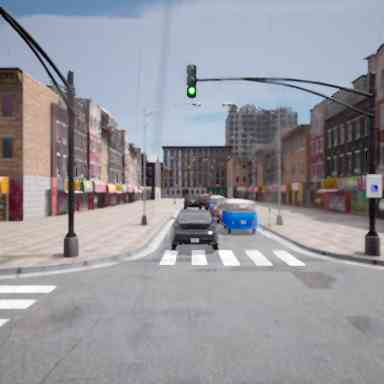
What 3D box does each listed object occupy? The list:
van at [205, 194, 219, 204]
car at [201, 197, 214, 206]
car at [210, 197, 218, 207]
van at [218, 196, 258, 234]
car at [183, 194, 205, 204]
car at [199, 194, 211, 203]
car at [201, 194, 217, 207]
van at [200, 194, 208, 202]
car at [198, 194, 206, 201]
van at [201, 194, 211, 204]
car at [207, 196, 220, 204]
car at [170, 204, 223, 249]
[{"bbox_3d":[2.642,1.332,35.387,1.690,1.788,3.998,0,0,0],"label":"van"},{"bbox_3d":[2.648,1.552,57.288,2.008,1.369,4.403,0,0,0],"label":"car"},{"bbox_3d":[2.640,1.430,24.435,1.967,1.590,4.097,0,0,0],"label":"car"},{"bbox_3d":[2.638,1.331,18.960,1.690,1.788,3.998,0,0,0],"label":"van"},{"bbox_3d":[0.108,1.217,40.539,2.150,2.045,5.566,0,0,0],"label":"car"},{"bbox_3d":[2.650,1.321,68.239,2.192,1.841,5.009,0,0,0],"label":"car"},{"bbox_3d":[2.646,1.313,51.813,2.192,1.841,5.009,0,0,0],"label":"car"},{"bbox_3d":[2.651,1.349,73.714,1.690,1.788,3.998,0,0,0],"label":"van"},{"bbox_3d":[2.655,1.455,90.141,1.967,1.590,4.097,0,0,0],"label":"car"},{"bbox_3d":[2.648,1.344,62.763,1.690,1.788,3.998,0,0,0],"label":"van"},{"bbox_3d":[2.641,1.430,29.911,1.967,1.590,4.097,0,0,0],"label":"car"},{"bbox_3d":[0.103,1.497,14.398,1.837,1.490,4.892,0,0,0],"label":"car"}]
